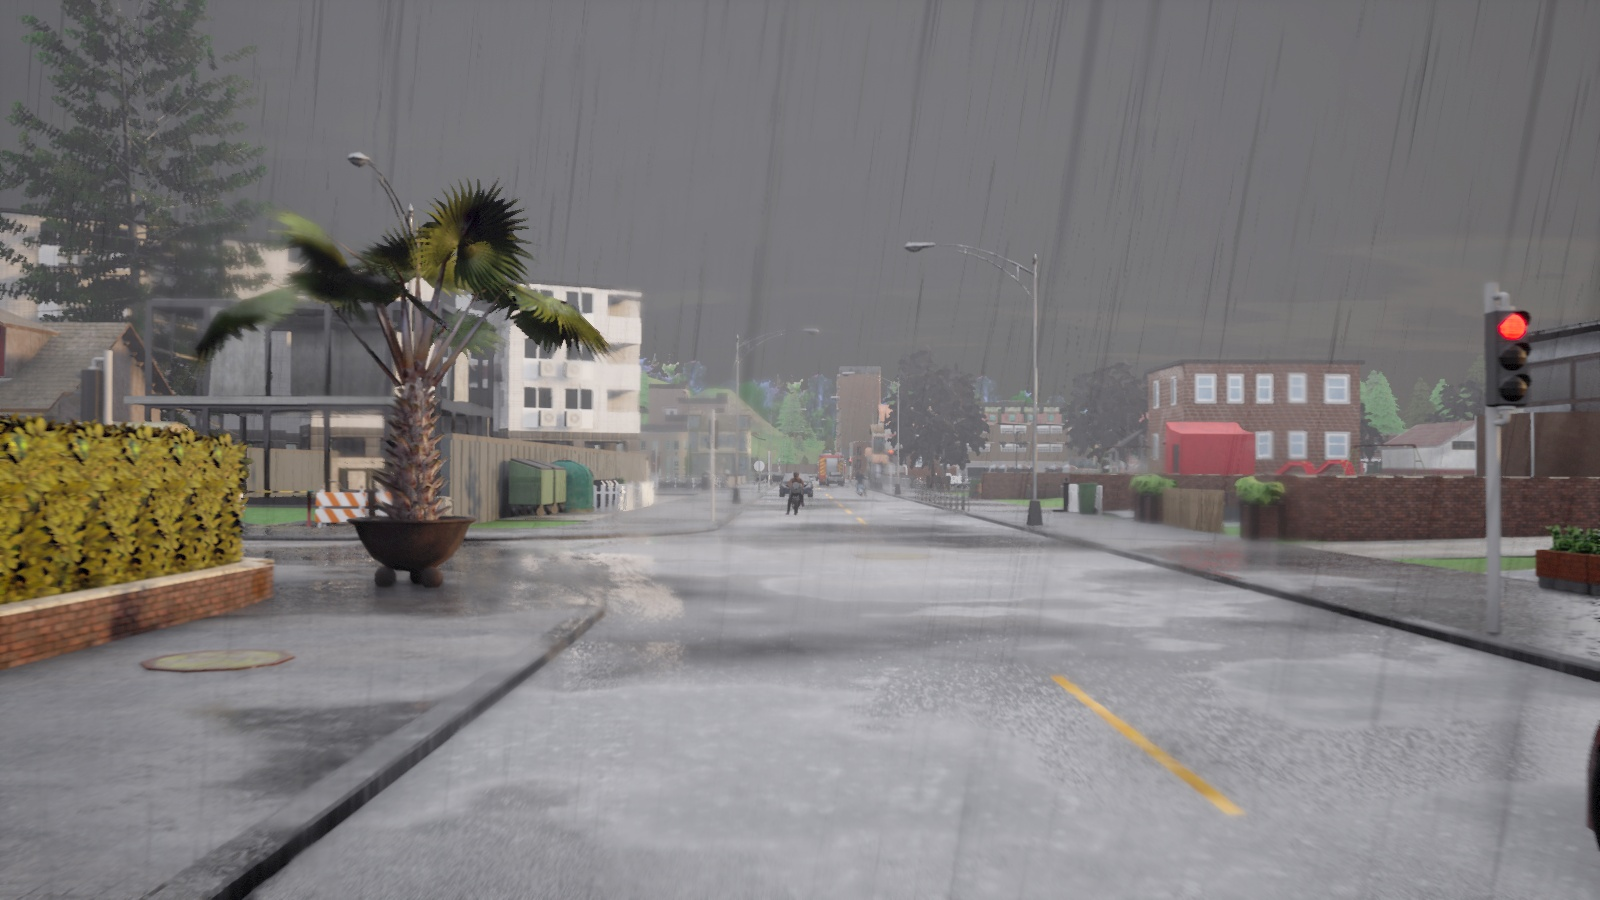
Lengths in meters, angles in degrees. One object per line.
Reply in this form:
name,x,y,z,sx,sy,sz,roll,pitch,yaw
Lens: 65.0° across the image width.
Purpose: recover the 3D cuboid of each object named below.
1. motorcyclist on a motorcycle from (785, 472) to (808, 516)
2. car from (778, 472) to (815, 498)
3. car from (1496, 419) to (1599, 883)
motorcyclist on a motorcycle,-0.122,1.545,44.674,0.797,1.523,2.044,0,-1,0
car,-0.201,2.070,74.948,2.163,1.488,4.792,0,-1,0
car,3.958,0.691,2.867,2.242,1.667,4.611,0,-1,1
